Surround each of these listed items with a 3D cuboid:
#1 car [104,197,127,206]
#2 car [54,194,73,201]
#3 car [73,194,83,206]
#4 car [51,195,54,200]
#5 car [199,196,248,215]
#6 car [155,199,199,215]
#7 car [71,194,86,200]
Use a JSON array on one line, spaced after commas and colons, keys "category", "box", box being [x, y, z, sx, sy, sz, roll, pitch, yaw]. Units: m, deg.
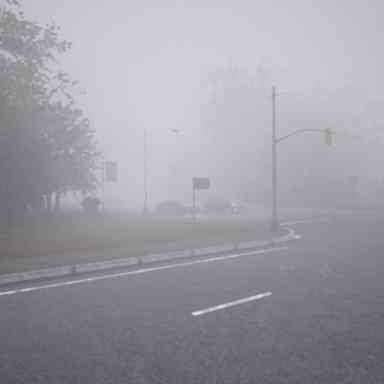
[{"category": "car", "box": [-11.532, 1.422, 49.970, 1.895, 1.301, 4.718, -1, 0, -38]}, {"category": "car", "box": [-30.913, 1.402, 79.999, 1.895, 1.301, 4.718, -1, 0, -39]}, {"category": "car", "box": [-15.656, 1.381, 49.558, 1.812, 1.442, 4.674, -1, 0, -38]}, {"category": "car", "box": [-37.152, 1.365, 87.824, 1.895, 1.301, 4.718, -1, 0, -39]}, {"category": "car", "box": [3.153, 1.160, 31.493, 2.097, 1.767, 4.553, -1, 0, -39]}, {"category": "car", "box": [-1.429, 1.390, 31.628, 2.033, 1.411, 5.357, -1, 0, -39]}, {"category": "car", "box": [-27.904, 1.248, 81.837, 1.882, 1.535, 5.008, -1, 0, -39]}]
